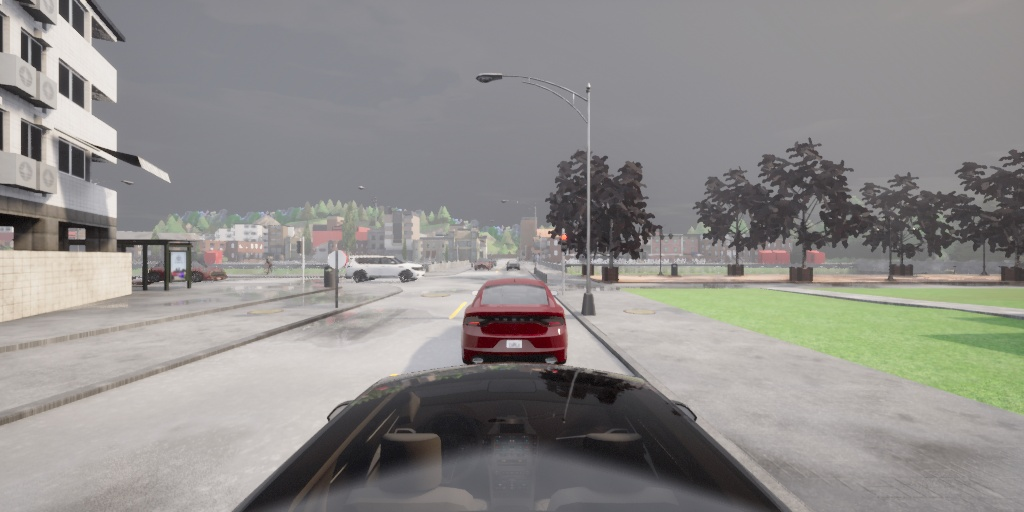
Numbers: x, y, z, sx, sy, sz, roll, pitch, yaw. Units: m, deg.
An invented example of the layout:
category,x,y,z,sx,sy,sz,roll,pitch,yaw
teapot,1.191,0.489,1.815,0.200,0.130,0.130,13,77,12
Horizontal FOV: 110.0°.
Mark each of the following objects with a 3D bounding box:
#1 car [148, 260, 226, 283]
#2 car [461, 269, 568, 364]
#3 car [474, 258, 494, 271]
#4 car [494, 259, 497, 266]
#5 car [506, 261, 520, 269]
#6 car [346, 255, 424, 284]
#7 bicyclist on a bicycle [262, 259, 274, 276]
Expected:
category,x,y,z,sx,sy,sz,roll,pitch,yaw
car,-24.221,1.105,26.899,4.553,1.767,2.097,0,0,0
car,0.057,1.228,8.091,1.882,1.535,5.008,0,0,0
car,-4.061,1.102,50.292,2.097,1.767,4.553,0,0,0
car,-4.040,1.241,59.536,2.128,1.511,4.902,0,0,0
car,0.151,1.351,52.303,1.895,1.301,4.718,0,0,0
car,-9.531,0.972,27.072,5.566,2.045,2.150,0,0,-4
bicyclist on a bicycle,-24.002,1.099,35.296,0.582,1.620,1.656,0,0,0
